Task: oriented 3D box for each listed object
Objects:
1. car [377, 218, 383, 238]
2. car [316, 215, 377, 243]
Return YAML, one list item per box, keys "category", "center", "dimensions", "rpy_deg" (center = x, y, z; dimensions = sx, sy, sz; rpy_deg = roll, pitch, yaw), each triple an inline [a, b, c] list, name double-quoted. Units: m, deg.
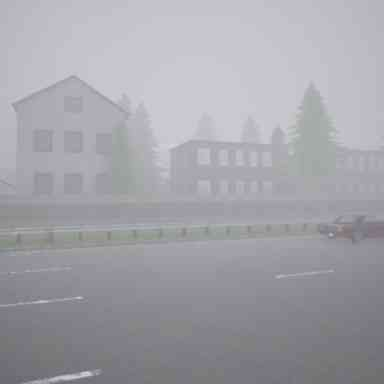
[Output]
- category: "car"
  center: [10.536, 1.771, 14.407]
  dimensions: [4.181, 1.385, 1.994]
  rpy_deg: [0, -1, -21]
- category: "car"
  center: [9.083, 1.873, 17.600]
  dimensions: [4.718, 1.301, 1.895]
  rpy_deg: [0, -1, -21]
